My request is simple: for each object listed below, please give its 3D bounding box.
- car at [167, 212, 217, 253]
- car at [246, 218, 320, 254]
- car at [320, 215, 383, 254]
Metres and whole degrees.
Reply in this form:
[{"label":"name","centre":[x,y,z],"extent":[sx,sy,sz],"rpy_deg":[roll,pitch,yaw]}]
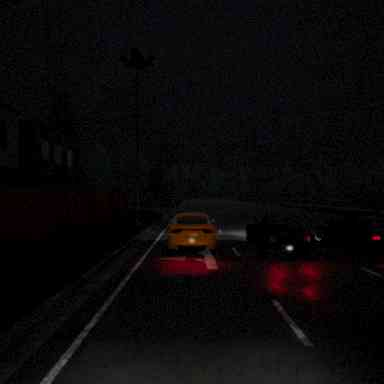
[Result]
[{"label":"car","centre":[0.005,1.617,14.494],"extent":[1.882,1.535,5.008],"rpy_deg":[0,0,0]},{"label":"car","centre":[3.500,1.736,14.118],"extent":[1.895,1.301,4.718],"rpy_deg":[0,-1,0]},{"label":"car","centre":[6.999,1.682,14.001],"extent":[2.033,1.411,5.357],"rpy_deg":[0,-1,0]}]
